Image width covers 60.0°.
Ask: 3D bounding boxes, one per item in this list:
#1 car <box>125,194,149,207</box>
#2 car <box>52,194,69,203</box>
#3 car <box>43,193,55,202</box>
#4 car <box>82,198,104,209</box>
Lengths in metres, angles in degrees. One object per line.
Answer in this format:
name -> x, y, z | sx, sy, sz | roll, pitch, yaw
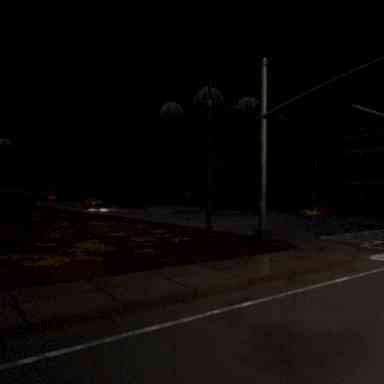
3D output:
car -> -8.915, 1.372, 54.117 | 3.866, 1.878, 1.905 | -1, 5, 11
car -> -28.937, 1.647, 74.141 | 1.882, 1.535, 5.008 | 1, 0, -37
car -> -35.588, 1.288, 83.123 | 2.150, 2.045, 5.566 | 1, 0, -37
car -> -14.609, 1.615, 48.874 | 1.882, 1.535, 5.008 | 0, -1, -36
